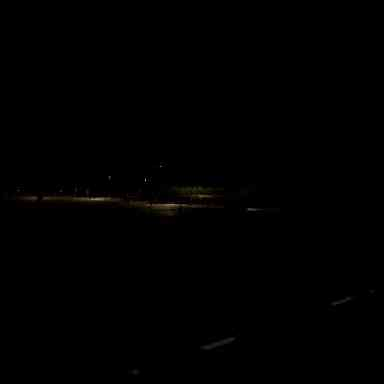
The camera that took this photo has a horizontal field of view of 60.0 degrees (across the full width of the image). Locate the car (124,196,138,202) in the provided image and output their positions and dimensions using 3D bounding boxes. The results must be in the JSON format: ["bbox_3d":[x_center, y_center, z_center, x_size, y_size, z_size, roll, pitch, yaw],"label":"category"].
[{"bbox_3d":[-14.474,1.636,78.811,1.895,1.301,4.718,-2,1,-36],"label":"car"}]

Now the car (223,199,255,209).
[{"bbox_3d":[6.840,1.718,49.038,2.033,1.411,5.357,-2,1,-36],"label":"car"}]
